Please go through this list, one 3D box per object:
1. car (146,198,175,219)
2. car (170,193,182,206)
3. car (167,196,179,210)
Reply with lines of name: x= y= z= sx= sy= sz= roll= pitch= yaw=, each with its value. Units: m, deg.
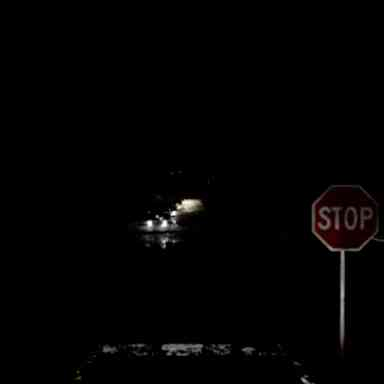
car: x=-2.823 y=1.547 z=29.193 sx=2.033 sy=1.411 sz=5.357 roll=0 pitch=0 yaw=-1
car: x=-2.829 y=1.197 z=55.590 sx=2.150 sy=2.045 sz=5.566 roll=0 pitch=0 yaw=0
car: x=-2.849 y=1.519 z=40.308 sx=1.812 sy=1.442 sz=4.674 roll=0 pitch=0 yaw=0
